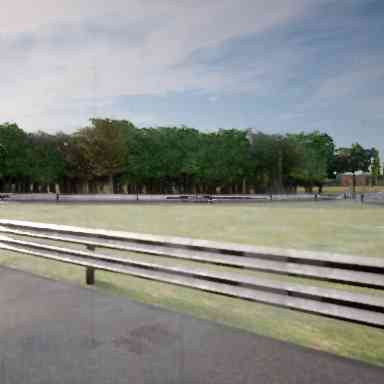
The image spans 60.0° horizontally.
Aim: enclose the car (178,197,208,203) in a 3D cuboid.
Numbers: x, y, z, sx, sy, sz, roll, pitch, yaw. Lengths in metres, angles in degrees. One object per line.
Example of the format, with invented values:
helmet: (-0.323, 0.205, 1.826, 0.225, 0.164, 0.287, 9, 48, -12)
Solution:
car: (0.097, 1.080, 50.686, 4.718, 1.301, 1.895, 0, 0, -15)
